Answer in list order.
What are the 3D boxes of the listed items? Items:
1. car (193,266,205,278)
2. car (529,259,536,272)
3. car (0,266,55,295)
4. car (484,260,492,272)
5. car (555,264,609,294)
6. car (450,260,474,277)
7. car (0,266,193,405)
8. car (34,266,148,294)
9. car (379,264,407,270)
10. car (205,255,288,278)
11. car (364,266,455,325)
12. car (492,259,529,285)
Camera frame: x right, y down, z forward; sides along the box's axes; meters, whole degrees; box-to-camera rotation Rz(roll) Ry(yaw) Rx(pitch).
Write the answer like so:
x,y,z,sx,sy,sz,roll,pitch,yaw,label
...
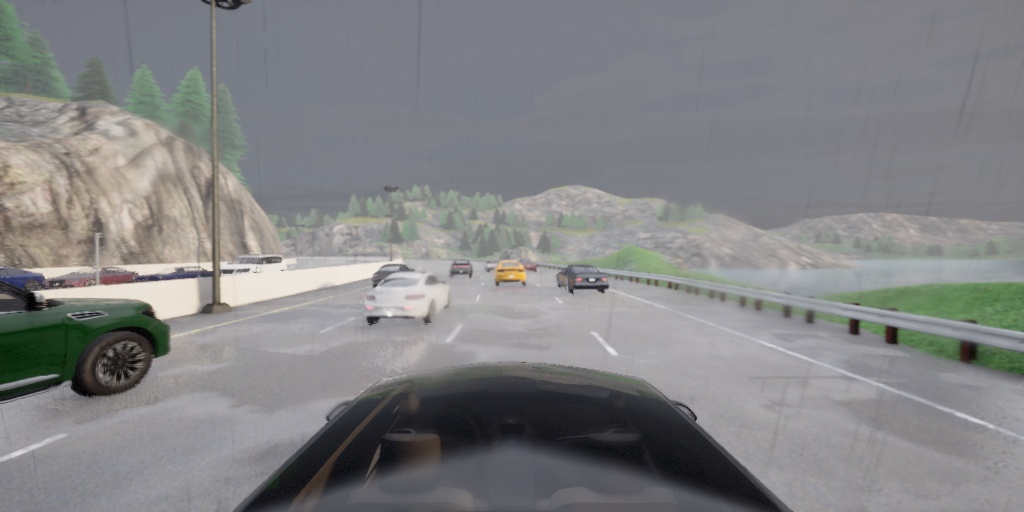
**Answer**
x,y,z,sx,sy,sz,roll,pitch,yaw,label
-21.338,1.345,22.948,1.895,1.301,4.718,0,0,-4,car
1.433,1.032,40.438,1.994,1.385,4.181,0,1,-8,car
-28.116,1.343,19.065,1.812,1.442,4.674,0,0,-3,car
-2.064,1.093,40.318,1.895,1.301,4.718,0,0,-9,car
3.618,1.150,19.233,2.033,1.411,5.357,0,0,-3,car
-4.444,1.060,31.779,2.128,1.511,4.902,0,0,-7,car
-6.789,1.004,3.490,2.150,2.045,5.566,0,0,2,car
-24.754,1.342,21.352,1.994,1.385,4.181,0,0,-4,car
-7.052,1.182,21.725,1.812,1.442,4.674,0,0,-3,car
-18.000,0.929,25.037,2.150,2.045,5.566,0,0,-5,car
-3.192,1.228,11.584,1.812,1.442,4.674,0,0,0,car
-0.206,1.070,24.218,1.882,1.535,5.008,0,1,-4,car
